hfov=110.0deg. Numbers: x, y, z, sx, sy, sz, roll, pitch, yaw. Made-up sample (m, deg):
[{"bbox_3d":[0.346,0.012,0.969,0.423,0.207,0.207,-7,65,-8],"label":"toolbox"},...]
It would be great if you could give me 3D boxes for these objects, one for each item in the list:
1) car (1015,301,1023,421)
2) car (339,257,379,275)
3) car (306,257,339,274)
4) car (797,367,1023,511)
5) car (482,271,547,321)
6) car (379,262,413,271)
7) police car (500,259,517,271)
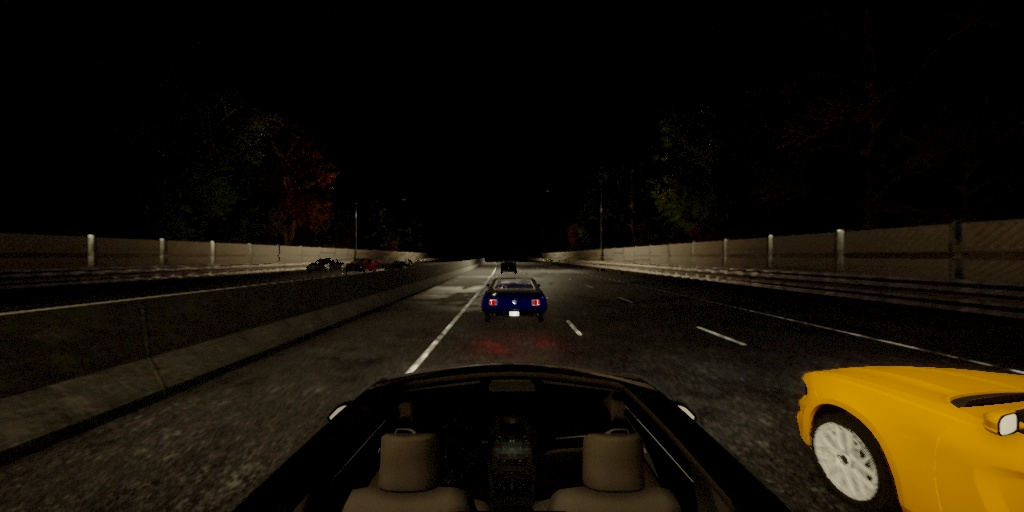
[{"bbox_3d":[7.093,1.274,2.070,1.812,1.442,4.674,0,0,0],"label":"car"},{"bbox_3d":[-14.320,0.893,34.561,1.882,1.535,5.008,0,0,-1],"label":"car"},{"bbox_3d":[-17.819,0.875,34.495,1.837,1.490,4.892,0,0,-1],"label":"car"},{"bbox_3d":[3.593,1.227,1.278,1.882,1.535,5.008,0,0,0],"label":"car"},{"bbox_3d":[0.056,1.355,12.419,1.895,1.301,4.718,0,0,0],"label":"car"},{"bbox_3d":[-10.820,1.303,34.623,1.837,1.490,4.892,0,0,-1],"label":"car"},{"bbox_3d":[-0.432,1.191,44.128,1.930,1.638,5.238,0,0,-1],"label":"police car"}]
